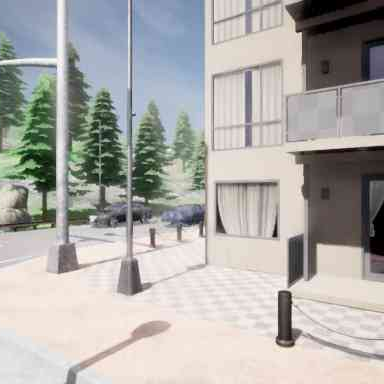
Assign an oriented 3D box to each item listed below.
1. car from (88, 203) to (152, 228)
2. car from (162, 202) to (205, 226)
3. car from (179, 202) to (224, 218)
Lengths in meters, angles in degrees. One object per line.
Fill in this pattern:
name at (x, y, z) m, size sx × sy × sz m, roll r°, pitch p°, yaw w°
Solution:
car at (-4.796, 1.506, 22.672) m, size 2.128 × 1.511 × 4.902 m, roll 0°, pitch 0°, yaw 35°
car at (0.126, 1.562, 23.467) m, size 2.033 × 1.411 × 5.357 m, roll 0°, pitch 0°, yaw 35°
car at (1.003, 1.616, 31.032) m, size 1.895 × 1.301 × 4.718 m, roll 0°, pitch 0°, yaw 35°
